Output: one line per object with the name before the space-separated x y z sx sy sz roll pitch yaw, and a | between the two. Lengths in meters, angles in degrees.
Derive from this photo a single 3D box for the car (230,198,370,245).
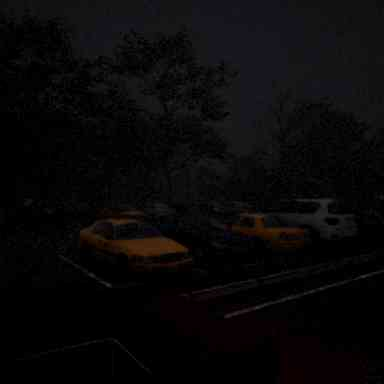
car | 4.680 1.309 15.361 2.435 2.045 5.566 0 0 -35

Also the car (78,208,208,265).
car | -2.002 1.518 10.384 1.946 1.575 5.366 0 0 -35

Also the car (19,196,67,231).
car | -9.641 1.265 21.264 2.435 2.045 5.566 0 0 -35

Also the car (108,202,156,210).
car | -4.993 1.540 24.282 1.946 1.575 5.366 0 0 -35

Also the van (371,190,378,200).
van | 25.908 0.712 46.486 1.878 1.987 4.442 0 1 -35

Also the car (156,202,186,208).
car | -2.835 1.596 26.029 2.002 1.452 4.674 0 0 -35

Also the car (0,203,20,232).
car | -11.872 1.533 19.619 2.163 1.488 4.792 0 0 -35

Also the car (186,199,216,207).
car | -0.556 1.598 27.604 2.163 1.488 4.792 0 0 -35

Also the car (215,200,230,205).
car | 1.571 1.455 29.180 2.185 1.767 4.553 0 0 -35

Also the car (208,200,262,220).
car | 3.855 1.594 30.748 2.097 1.535 5.008 0 0 -35

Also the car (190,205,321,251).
car | 2.320 1.544 13.888 1.946 1.575 5.366 0 0 -35

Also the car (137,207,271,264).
car | 0.155 1.535 12.141 2.231 1.521 4.892 0 0 -35

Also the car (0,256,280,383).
car | -1.563 1.601 2.572 4.718 1.301 1.895 0 0 -36

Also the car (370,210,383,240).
car | 6.960 1.573 16.943 2.097 1.535 5.008 0 0 -35
